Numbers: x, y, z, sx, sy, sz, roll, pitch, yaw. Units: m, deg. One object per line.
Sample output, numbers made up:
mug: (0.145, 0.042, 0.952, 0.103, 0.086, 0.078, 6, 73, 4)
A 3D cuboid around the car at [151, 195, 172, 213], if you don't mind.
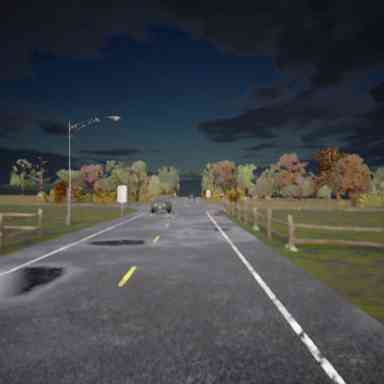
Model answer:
car: (-3.501, 1.376, 39.022, 2.150, 2.045, 5.566, 0, 0, 0)
